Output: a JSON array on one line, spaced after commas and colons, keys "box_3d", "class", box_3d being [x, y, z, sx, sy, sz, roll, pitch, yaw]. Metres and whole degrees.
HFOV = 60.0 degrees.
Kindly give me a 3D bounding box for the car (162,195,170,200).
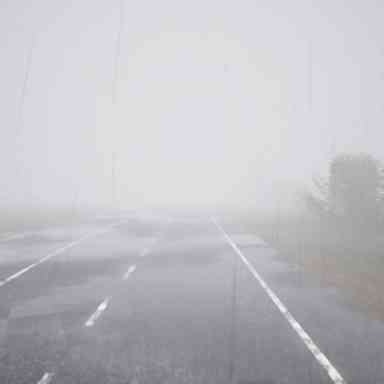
[{"box_3d": [-6.978, 1.408, 90.103, 1.994, 1.385, 4.181, 0, 0, 0], "class": "car"}]
